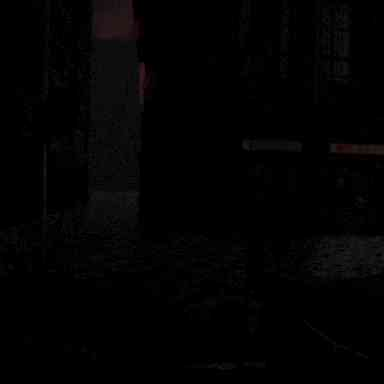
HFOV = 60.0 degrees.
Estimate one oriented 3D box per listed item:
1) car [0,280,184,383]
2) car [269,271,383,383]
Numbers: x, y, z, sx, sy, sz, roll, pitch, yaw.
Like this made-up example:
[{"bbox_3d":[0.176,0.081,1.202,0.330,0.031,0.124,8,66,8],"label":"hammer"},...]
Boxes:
[{"bbox_3d":[-2.174,1.488,2.613,4.313,1.339,1.947,1,1,-7],"label":"car"},{"bbox_3d":[3.388,1.340,3.309,5.009,1.841,2.192,1,1,-7],"label":"car"}]
